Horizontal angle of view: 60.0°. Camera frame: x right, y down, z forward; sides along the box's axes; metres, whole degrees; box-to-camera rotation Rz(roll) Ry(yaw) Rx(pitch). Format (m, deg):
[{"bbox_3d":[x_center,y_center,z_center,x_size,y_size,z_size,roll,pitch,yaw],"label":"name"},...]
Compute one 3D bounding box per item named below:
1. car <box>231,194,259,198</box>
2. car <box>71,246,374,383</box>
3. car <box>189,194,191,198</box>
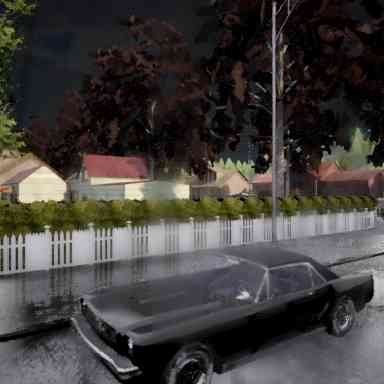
[{"bbox_3d":[6.567,1.218,38.058,2.150,2.045,5.566,0,0,-36],"label":"car"},{"bbox_3d":[0.730,1.601,5.104,4.718,1.301,1.895,0,0,-35],"label":"car"},{"bbox_3d":[-2.191,1.221,57.456,2.150,2.045,5.566,0,0,-35],"label":"car"}]
